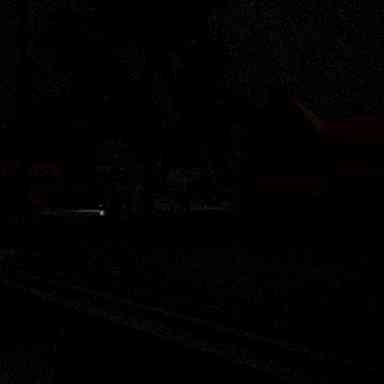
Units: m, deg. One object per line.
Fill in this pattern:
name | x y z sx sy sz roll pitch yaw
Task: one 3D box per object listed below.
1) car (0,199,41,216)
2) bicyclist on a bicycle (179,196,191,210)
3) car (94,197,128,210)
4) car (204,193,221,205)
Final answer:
car | -17.363 1.505 32.522 1.837 1.490 4.892 0 0 34
bicyclist on a bicycle | -0.832 1.223 38.252 1.656 1.620 0.582 0 0 34
car | -10.390 1.499 42.795 1.837 1.490 4.892 0 2 35
car | 3.645 1.221 58.520 2.150 2.045 5.566 0 0 14
